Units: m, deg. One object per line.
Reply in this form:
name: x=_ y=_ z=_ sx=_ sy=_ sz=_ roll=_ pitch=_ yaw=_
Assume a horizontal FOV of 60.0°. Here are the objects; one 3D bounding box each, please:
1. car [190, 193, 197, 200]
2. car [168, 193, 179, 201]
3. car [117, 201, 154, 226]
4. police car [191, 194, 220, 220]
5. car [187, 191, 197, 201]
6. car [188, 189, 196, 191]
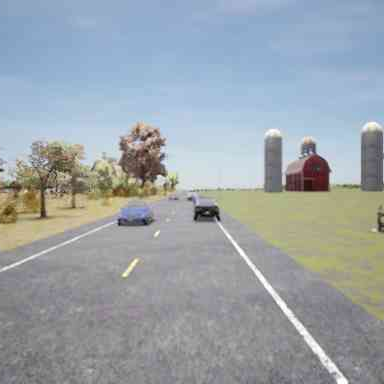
car: x=1.050 y=1.144 z=35.184 sx=1.882 sy=1.535 sz=5.008 roll=0 pitch=1 yaw=0
car: x=-3.506 y=0.900 z=62.865 sx=1.812 sy=1.442 sz=4.674 roll=0 pitch=1 yaw=0
car: x=-3.589 y=1.321 z=21.765 sx=1.812 sy=1.442 sz=4.674 roll=0 pitch=1 yaw=0
police car: x=1.050 y=1.187 z=25.294 sx=1.930 sy=1.638 sz=5.238 roll=0 pitch=1 yaw=0
car: x=0.003 y=1.003 z=62.826 sx=1.895 sy=1.301 sz=4.718 roll=0 pitch=1 yaw=0
car: x=0.003 y=0.395 z=76.522 sx=2.150 sy=2.045 sz=5.566 roll=0 pitch=1 yaw=0
